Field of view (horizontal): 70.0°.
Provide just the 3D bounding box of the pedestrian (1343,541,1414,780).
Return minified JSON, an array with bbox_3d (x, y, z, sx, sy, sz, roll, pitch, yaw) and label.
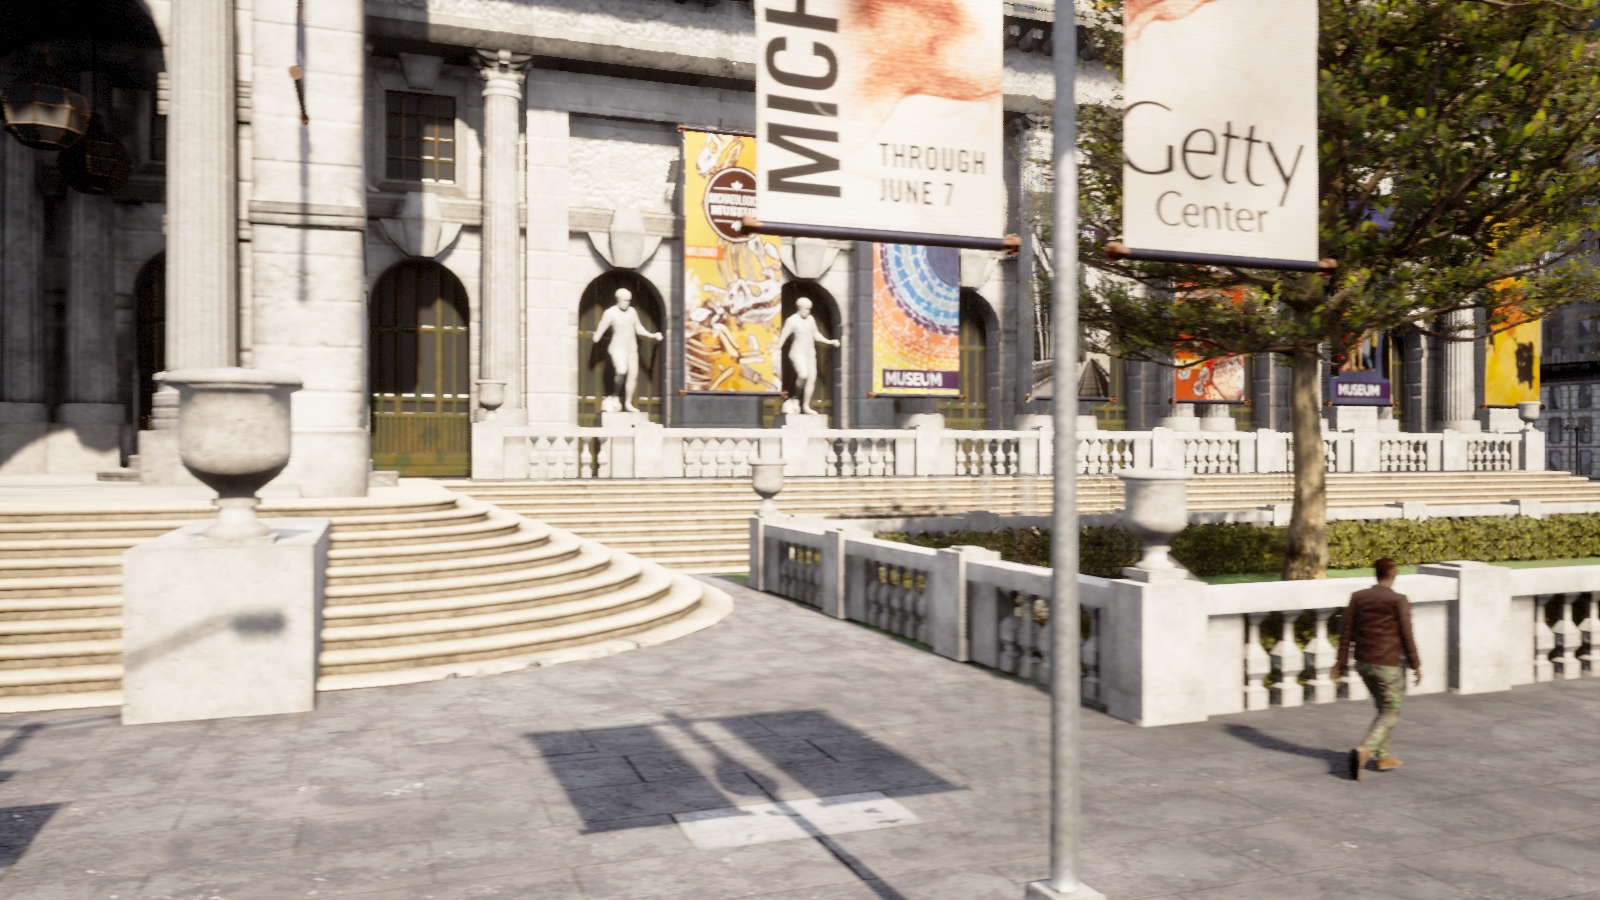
[{"bbox_3d":[4.727,1.697,9.338,0.375,1.860,0.375,0,0,-29],"label":"pedestrian"}]
